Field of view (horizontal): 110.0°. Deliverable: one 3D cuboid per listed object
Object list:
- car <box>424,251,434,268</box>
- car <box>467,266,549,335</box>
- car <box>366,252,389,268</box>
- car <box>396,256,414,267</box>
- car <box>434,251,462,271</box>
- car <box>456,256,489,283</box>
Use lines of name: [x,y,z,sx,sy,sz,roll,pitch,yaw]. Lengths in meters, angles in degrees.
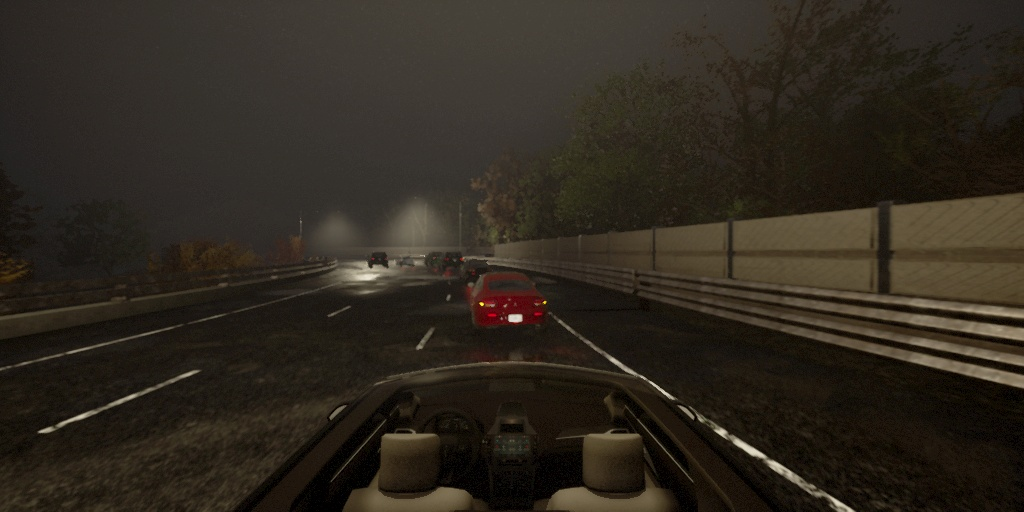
car: [-9.950,0.411,47.010,2.150,2.045,5.566,-1,1,-25]
car: [-0.236,1.167,10.081,1.812,1.442,4.674,0,1,-8]
car: [-17.034,0.453,45.595,2.150,2.045,5.566,-1,1,-25]
car: [-14.415,0.712,48.220,1.812,1.442,4.674,0,1,-26]
car: [-6.672,0.505,38.851,2.150,2.045,5.566,0,1,-19]
car: [-2.491,0.983,24.551,1.812,1.442,4.674,0,1,-15]
